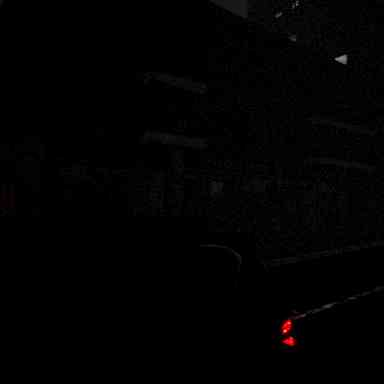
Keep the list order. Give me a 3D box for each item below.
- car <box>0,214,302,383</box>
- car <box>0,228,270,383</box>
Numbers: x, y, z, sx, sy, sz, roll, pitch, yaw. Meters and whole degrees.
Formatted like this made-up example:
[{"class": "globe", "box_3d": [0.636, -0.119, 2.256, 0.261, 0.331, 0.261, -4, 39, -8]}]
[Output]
[{"class": "car", "box_3d": [-1.762, 1.220, 1.813, 5.566, 2.045, 2.150, 0, 0, -36]}, {"class": "car", "box_3d": [-1.077, 1.527, 5.304, 4.829, 1.417, 1.752, 0, 2, -35]}]
